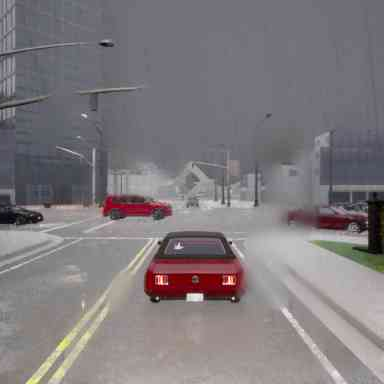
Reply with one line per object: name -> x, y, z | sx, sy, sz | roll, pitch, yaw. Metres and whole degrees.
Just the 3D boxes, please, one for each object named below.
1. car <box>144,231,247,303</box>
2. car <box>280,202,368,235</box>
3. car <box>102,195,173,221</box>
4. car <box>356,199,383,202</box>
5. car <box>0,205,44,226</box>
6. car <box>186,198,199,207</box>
car -> 0.072, 1.601, 8.177 | 1.895, 1.301, 4.718 | 0, 0, 0
car -> 7.558, 1.475, 18.836 | 5.008, 1.535, 1.882 | 0, -1, 33
car -> -4.356, 1.250, 26.683 | 5.566, 2.045, 2.150 | -1, 0, -1
car -> 19.883, 1.479, 34.078 | 4.674, 1.442, 1.812 | 0, 0, 0
car -> -12.622, 1.633, 23.100 | 4.181, 1.385, 1.994 | -1, 0, 0
car -> 0.093, 1.547, 51.091 | 2.033, 1.411, 5.357 | 0, 0, 0
